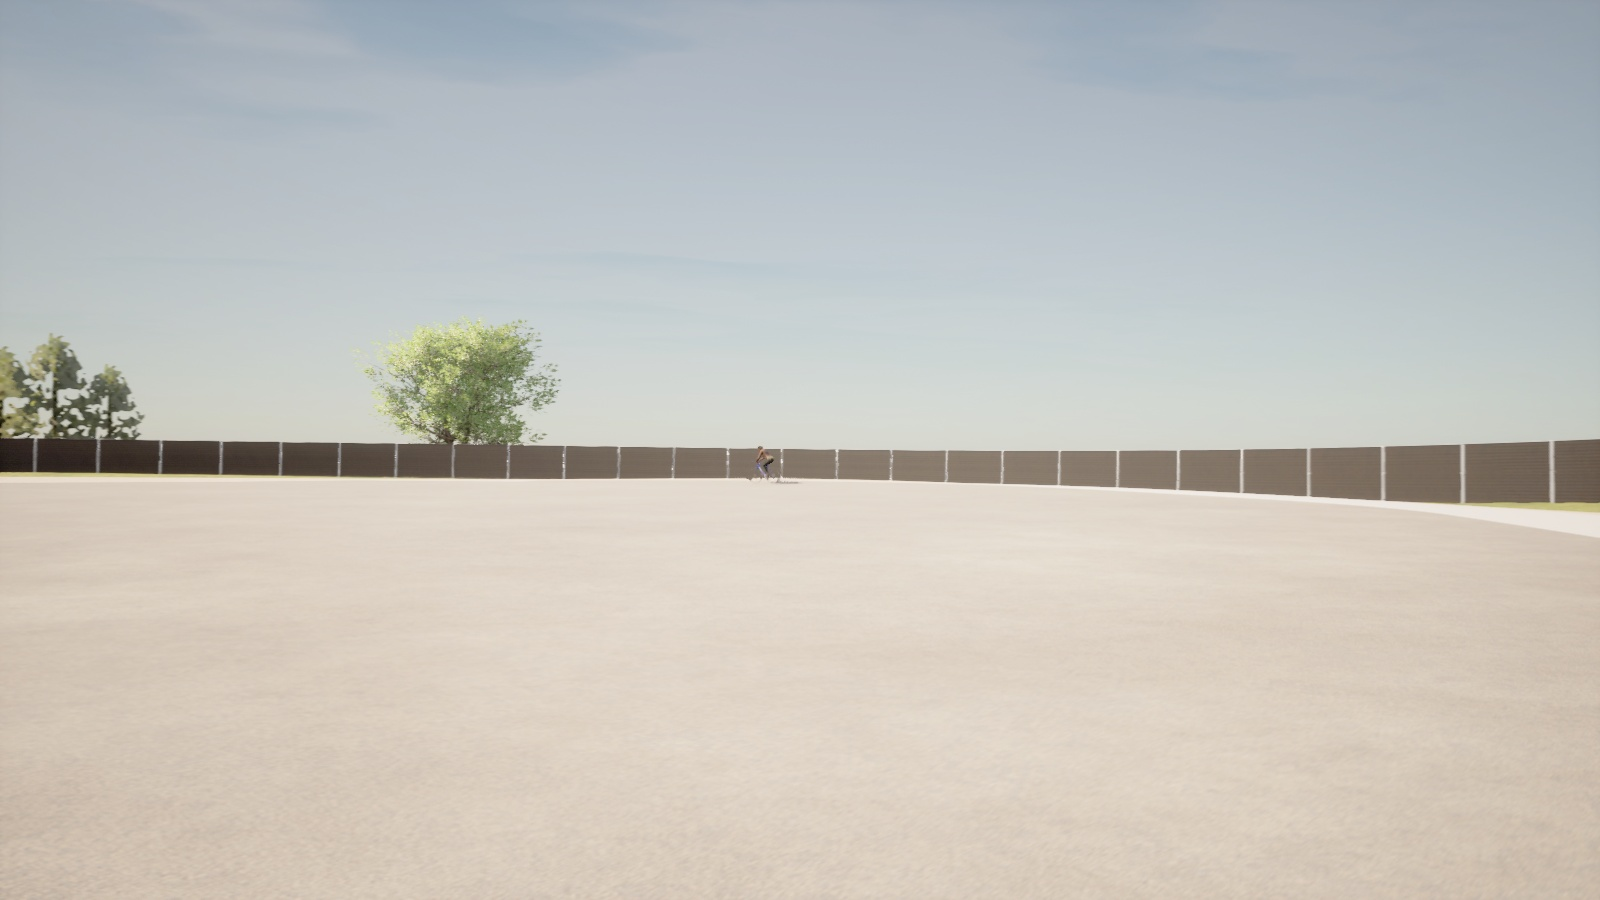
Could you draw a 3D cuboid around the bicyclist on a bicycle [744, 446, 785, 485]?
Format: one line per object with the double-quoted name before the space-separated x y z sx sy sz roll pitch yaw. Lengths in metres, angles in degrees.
"bicyclist on a bicycle" -1.503 0.643 52.991 1.656 1.620 0.582 -1 1 35
